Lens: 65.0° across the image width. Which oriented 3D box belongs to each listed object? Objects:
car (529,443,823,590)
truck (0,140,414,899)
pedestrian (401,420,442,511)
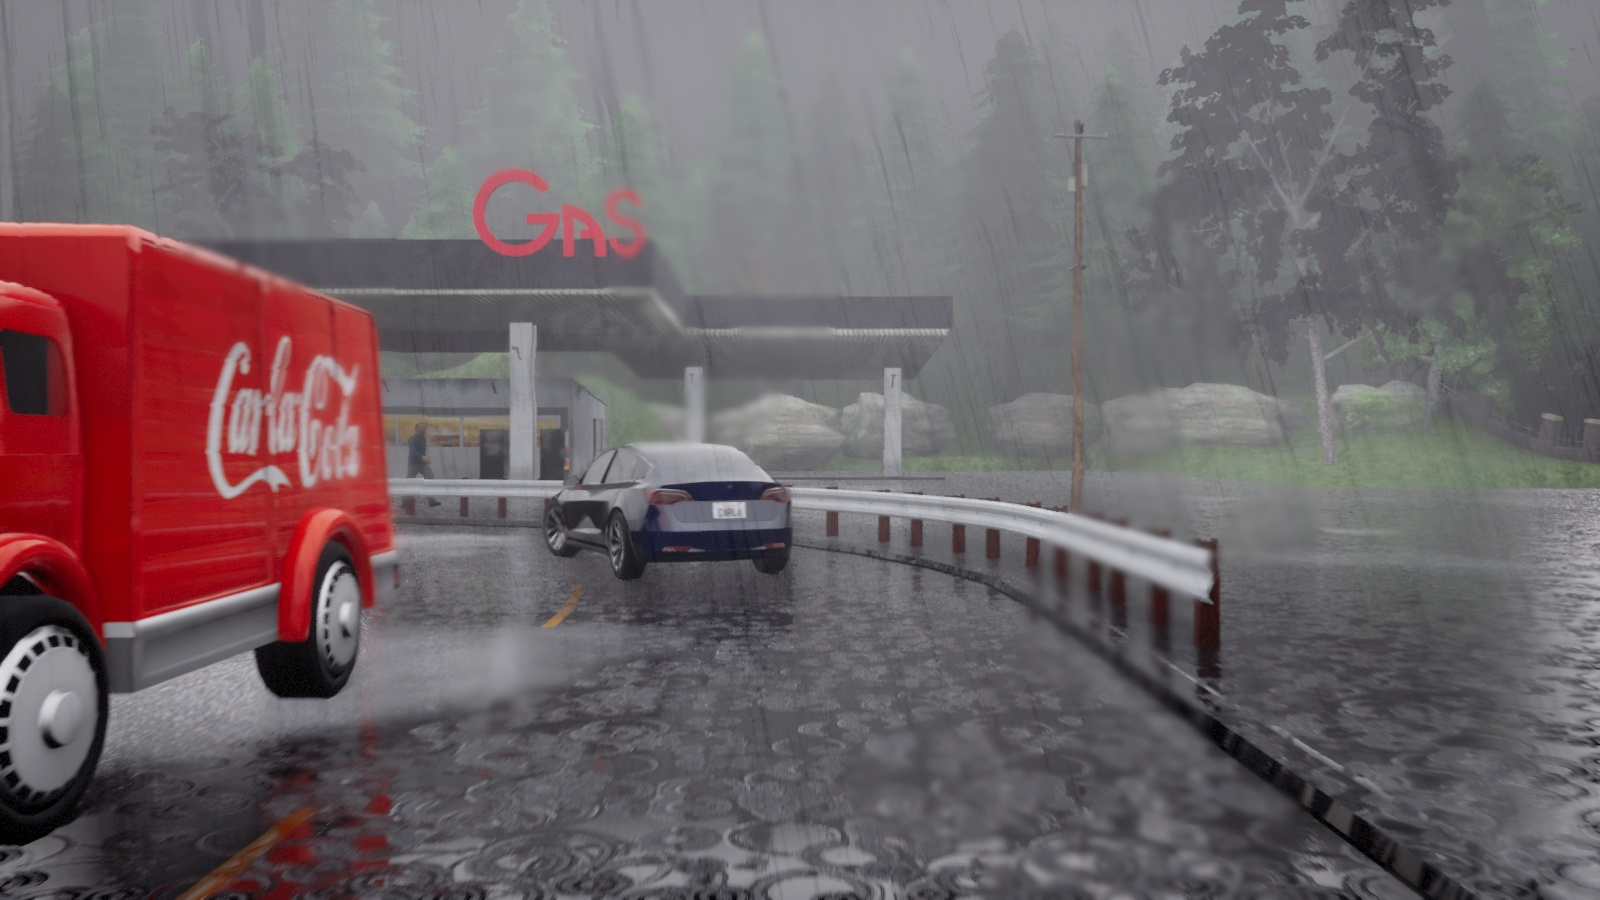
[{"bbox_3d":[-1.716,0.661,15.319,2.163,1.488,4.792,0,0,-24],"label":"car"},{"bbox_3d":[-3.924,0.223,6.010,2.627,2.467,5.204,0,0,-1],"label":"truck"},{"bbox_3d":[-7.710,0.306,25.612,0.726,1.842,0.402,0,0,28],"label":"pedestrian"}]
